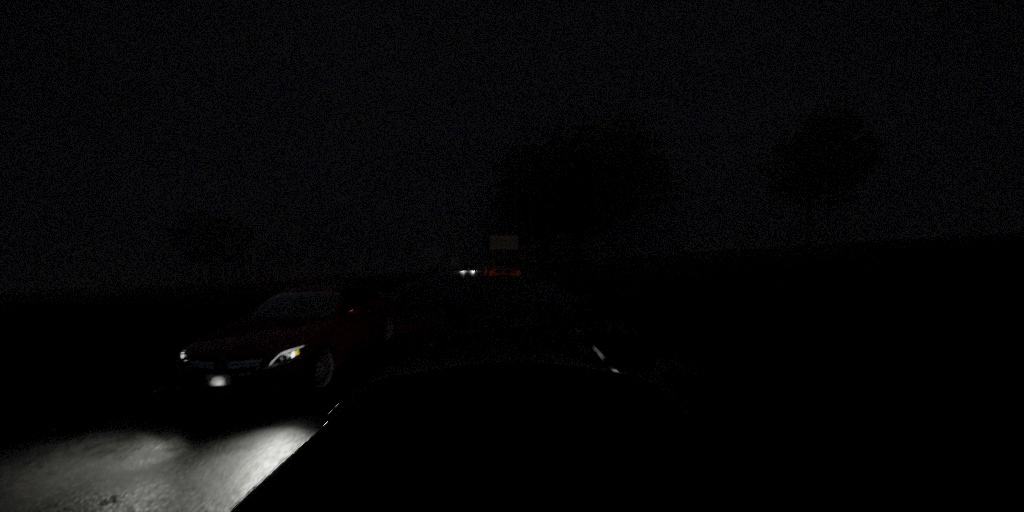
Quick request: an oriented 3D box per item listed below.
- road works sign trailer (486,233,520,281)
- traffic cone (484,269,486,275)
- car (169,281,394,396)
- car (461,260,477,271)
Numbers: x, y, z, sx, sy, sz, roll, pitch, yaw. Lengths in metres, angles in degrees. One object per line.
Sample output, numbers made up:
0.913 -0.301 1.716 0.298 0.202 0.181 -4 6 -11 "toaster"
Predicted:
-0.597 0.024 27.366 2.380 3.560 2.880 0 0 -3 "road works sign trailer"
-2.509 1.521 34.261 0.340 0.580 0.340 0 0 -4 "traffic cone"
-3.635 1.250 6.737 1.812 1.442 4.674 0 1 -1 "car"
-5.693 1.209 47.888 2.033 1.411 5.357 0 0 -5 "car"
